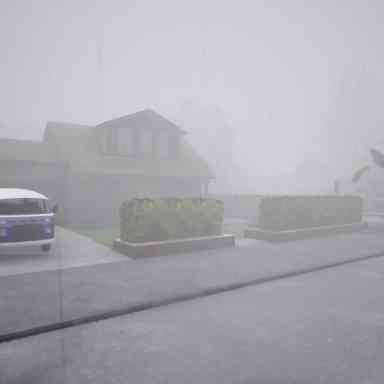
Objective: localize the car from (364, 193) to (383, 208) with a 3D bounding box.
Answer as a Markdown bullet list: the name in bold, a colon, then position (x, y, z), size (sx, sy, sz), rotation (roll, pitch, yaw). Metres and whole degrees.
- **car**: position (23.118, 0.985, 40.284), size (3.866, 1.878, 1.905), rotation (0, 0, 0)
